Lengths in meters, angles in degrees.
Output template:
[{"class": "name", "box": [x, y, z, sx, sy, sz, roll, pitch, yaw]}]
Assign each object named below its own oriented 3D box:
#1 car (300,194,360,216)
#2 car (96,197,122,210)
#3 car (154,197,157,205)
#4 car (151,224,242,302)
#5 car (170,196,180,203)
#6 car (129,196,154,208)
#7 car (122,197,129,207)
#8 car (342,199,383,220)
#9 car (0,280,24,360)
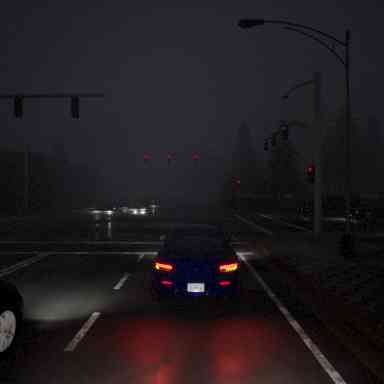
[{"class": "car", "box": [13.064, 1.222, 31.205, 5.566, 2.045, 2.150, 0, 0, 0]}, {"class": "car", "box": [-10.623, 1.526, 42.037, 1.812, 1.442, 4.674, 0, 0, 0]}, {"class": "car", "box": [-7.105, 1.505, 57.332, 1.837, 1.490, 4.892, 0, 0, 1]}, {"class": "car", "box": [0.131, 1.526, 8.186, 1.812, 1.442, 4.674, 0, 0, 2]}, {"class": "car", "box": [-3.477, 1.477, 69.696, 1.882, 1.535, 5.008, 0, 0, 0]}, {"class": "car", "box": [-7.108, 1.491, 47.257, 2.128, 1.511, 4.902, 0, 0, 0]}, {"class": "car", "box": [-10.630, 1.477, 51.240, 1.882, 1.535, 5.008, 0, 0, 0]}, {"class": "car", "box": [15.886, 1.547, 27.706, 5.357, 1.411, 2.033, 0, 0, 0]}, {"class": "car", "box": [-3.441, 1.505, 3.053, 1.837, 1.490, 4.892, 0, 0, 0]}]
